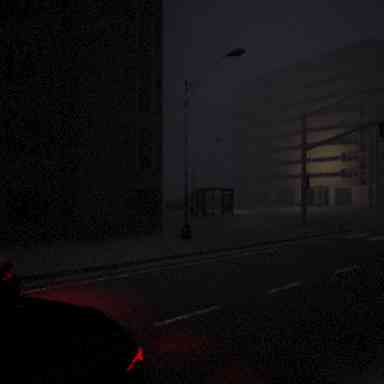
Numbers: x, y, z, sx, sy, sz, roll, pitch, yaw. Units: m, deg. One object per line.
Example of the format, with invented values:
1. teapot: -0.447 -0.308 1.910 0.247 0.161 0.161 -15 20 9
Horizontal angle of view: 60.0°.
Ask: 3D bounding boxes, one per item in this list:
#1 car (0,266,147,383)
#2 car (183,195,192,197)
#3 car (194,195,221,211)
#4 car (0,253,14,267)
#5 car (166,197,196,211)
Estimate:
1. car: -2.404 1.579 2.397 4.181 1.385 1.994 0 0 -35
2. car: -0.470 1.561 56.519 2.150 2.045 5.566 0 0 -40
3. car: 2.975 1.506 46.747 2.150 2.045 5.566 0 0 -39
4. car: -5.238 1.505 4.663 5.008 1.535 1.882 0 0 -35
5. car: -1.551 1.839 46.747 2.033 1.411 5.357 0 0 -39
